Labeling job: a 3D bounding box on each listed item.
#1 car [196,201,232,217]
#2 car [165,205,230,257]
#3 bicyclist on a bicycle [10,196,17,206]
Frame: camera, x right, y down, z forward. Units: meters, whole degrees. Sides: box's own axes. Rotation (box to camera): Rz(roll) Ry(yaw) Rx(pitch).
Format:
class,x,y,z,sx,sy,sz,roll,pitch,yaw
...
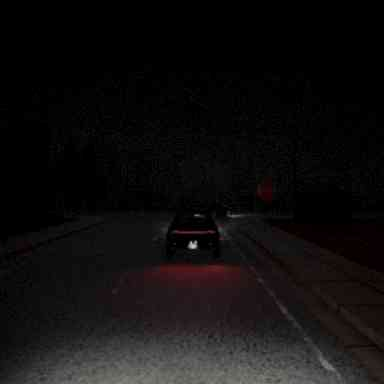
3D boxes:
class,x,y,z,sx,sy,sz,roll,pitch,yaw
car,1.670,1.477,27.653,1.837,1.490,4.892,-1,0,29
car,0.048,1.482,12.821,2.128,1.511,4.902,0,0,0
bicyclist on a bicycle,-21.170,1.320,39.510,0.582,1.620,1.656,-17,-21,2
